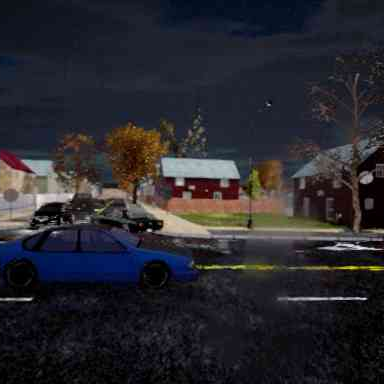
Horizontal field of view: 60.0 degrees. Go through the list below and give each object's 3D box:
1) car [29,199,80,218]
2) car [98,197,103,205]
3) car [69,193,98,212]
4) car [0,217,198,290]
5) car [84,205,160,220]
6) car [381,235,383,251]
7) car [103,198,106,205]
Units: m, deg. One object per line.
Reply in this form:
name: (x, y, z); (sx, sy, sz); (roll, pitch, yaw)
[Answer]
car: (-9.104, 1.431, 21.984); (1.837, 1.490, 4.892); (1, 0, -6)
car: (-13.452, 1.497, 45.050); (1.812, 1.442, 4.674); (1, 0, -12)
car: (-11.045, 1.169, 33.547); (2.150, 2.045, 5.566); (1, 0, -12)
car: (-2.576, 1.535, 8.417); (5.357, 1.411, 2.033); (2, -1, -6)
car: (-3.792, 1.635, 18.655); (4.718, 1.301, 1.895); (2, 0, 43)
car: (10.188, 1.935, 13.264); (5.008, 1.535, 1.882); (2, -1, -6)
car: (-16.358, 1.608, 59.288); (1.895, 1.301, 4.718); (1, 0, -12)
